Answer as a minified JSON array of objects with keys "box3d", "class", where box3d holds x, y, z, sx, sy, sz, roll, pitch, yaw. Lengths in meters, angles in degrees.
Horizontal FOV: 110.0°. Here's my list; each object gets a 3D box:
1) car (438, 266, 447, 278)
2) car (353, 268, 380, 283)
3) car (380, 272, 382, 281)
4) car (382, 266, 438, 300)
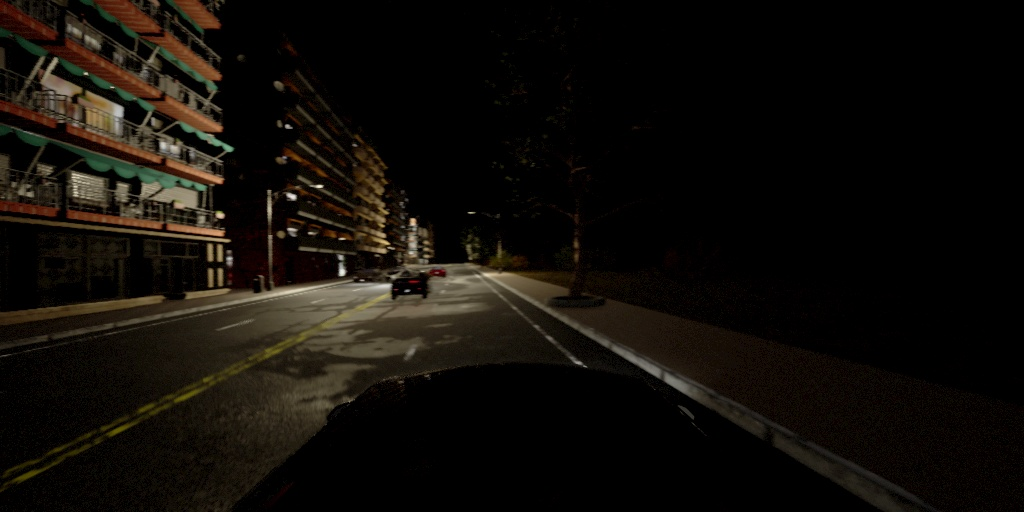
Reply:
[{"box3d":[-8.849,1.894,42.883,1.994,1.385,4.181,-2,0,-8],"class":"car"},{"box3d":[-14.748,1.997,37.018,2.033,1.411,5.357,-2,0,-8],"class":"car"},{"box3d":[-11.294,1.834,35.825,2.128,1.511,4.902,-2,0,-8],"class":"car"},{"box3d":[-5.558,1.548,20.217,2.128,1.511,4.902,-2,0,-8],"class":"car"}]
